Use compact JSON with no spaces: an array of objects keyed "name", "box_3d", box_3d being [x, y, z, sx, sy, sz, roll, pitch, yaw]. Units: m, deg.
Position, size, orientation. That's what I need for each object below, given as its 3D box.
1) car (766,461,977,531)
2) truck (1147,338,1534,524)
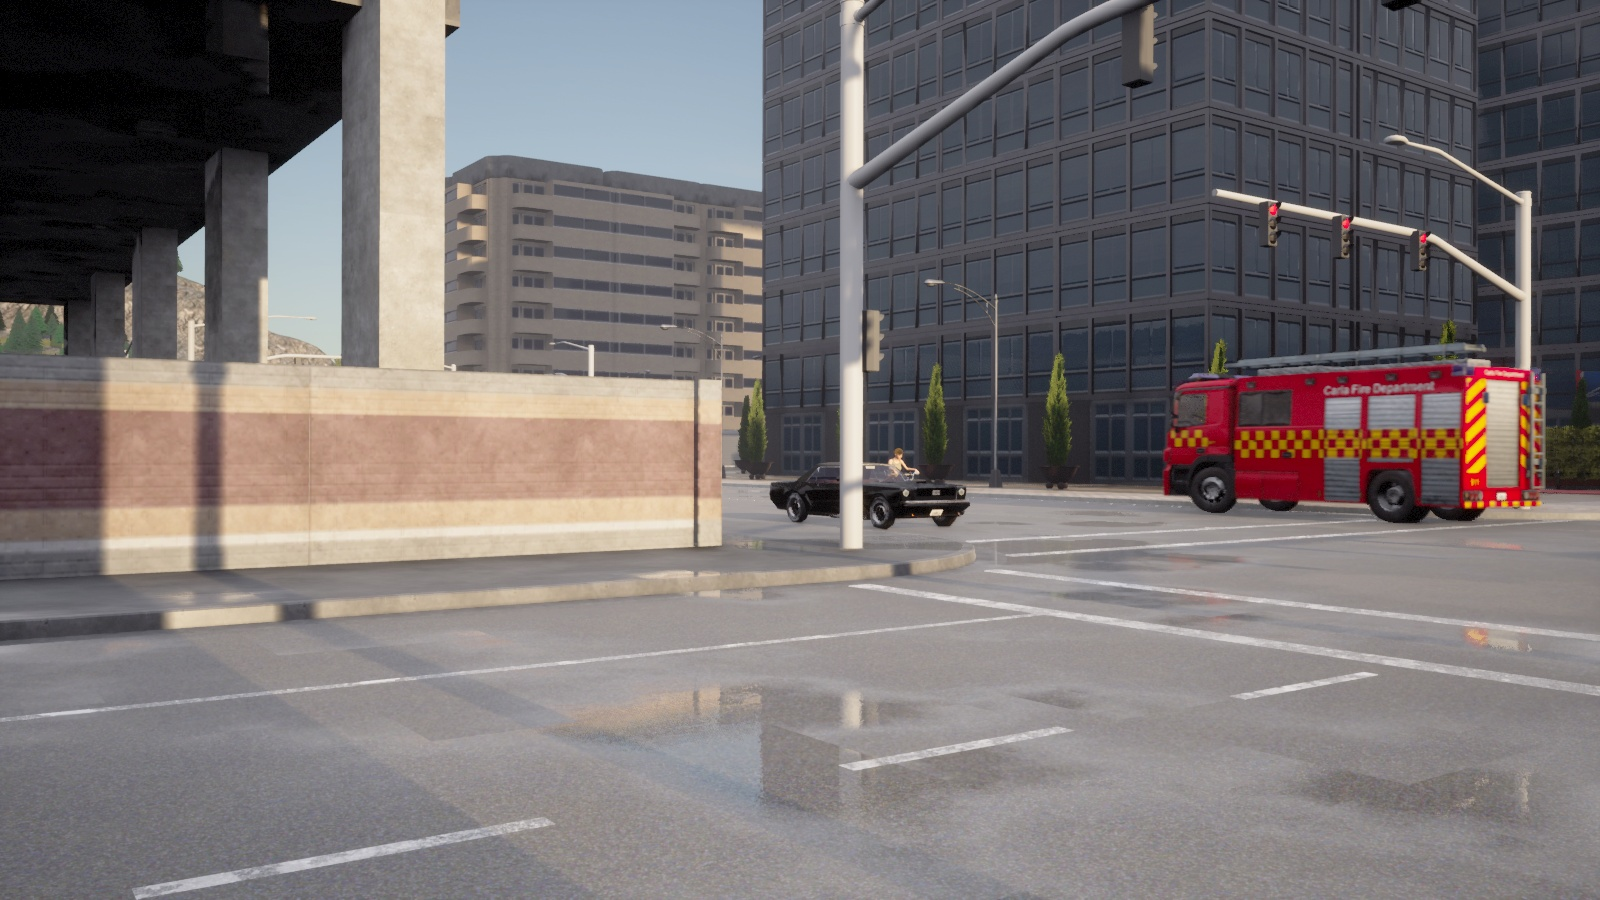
[{"name":"car","box_3d":[1.379,0.907,26.381,1.895,1.301,4.718,0,0,-35]},{"name":"truck","box_3d":[12.558,-0.373,30.214,2.891,3.827,8.468,1,0,-30]}]
